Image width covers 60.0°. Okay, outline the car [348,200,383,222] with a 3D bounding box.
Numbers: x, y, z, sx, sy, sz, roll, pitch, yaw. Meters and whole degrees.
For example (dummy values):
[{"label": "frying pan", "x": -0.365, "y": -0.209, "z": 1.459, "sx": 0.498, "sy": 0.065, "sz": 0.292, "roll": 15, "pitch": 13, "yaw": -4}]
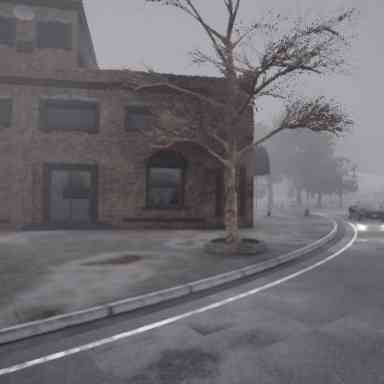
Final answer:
[{"label": "car", "x": 13.561, "y": 1.430, "z": 25.925, "sx": 1.882, "sy": 1.535, "sz": 5.008, "roll": 0, "pitch": 0, "yaw": 15}]
